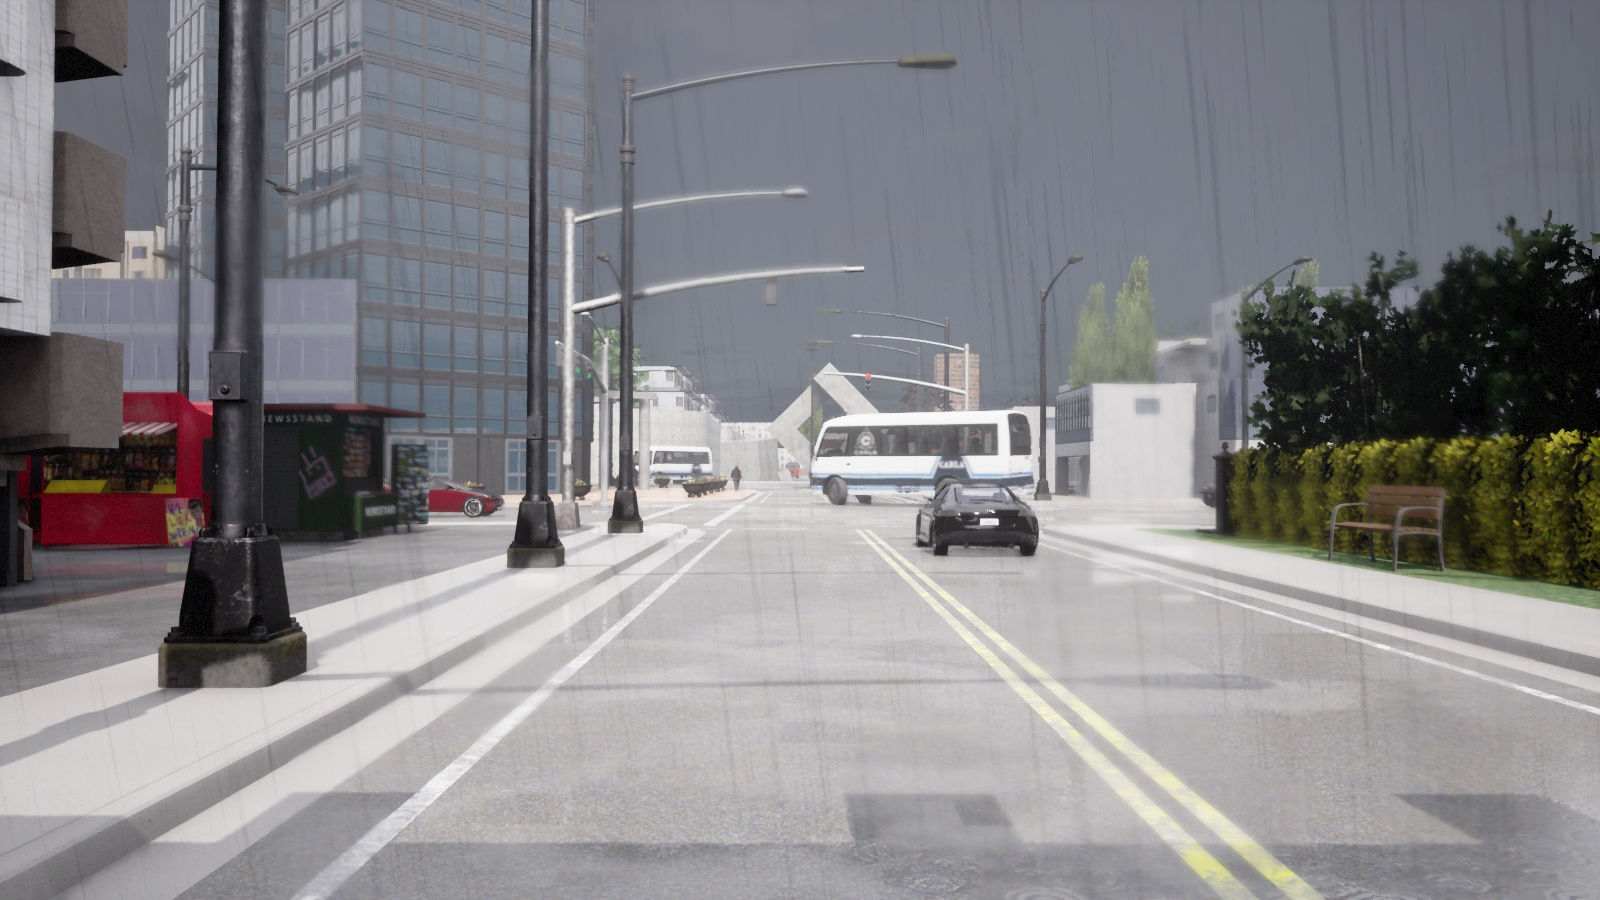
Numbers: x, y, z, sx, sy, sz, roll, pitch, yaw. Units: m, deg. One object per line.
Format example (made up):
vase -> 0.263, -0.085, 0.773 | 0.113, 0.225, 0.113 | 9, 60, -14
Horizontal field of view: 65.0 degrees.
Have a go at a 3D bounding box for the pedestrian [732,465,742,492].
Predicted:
pedestrian -> -4.317, 1.938, 86.041 | 0.634, 1.844, 0.899 | 0, -1, -1

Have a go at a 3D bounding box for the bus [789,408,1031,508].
bus -> 4.968, 0.391, 57.686 | 10.273, 4.253, 3.944 | -1, 0, 31

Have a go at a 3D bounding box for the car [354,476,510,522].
car -> -12.781, 1.706, 43.870 | 4.792, 1.488, 2.163 | -1, -1, -1

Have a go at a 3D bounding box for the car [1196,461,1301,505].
car -> 19.520, 1.422, 54.713 | 3.866, 1.878, 1.905 | -1, -1, -1

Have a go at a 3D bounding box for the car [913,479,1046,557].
car -> 3.437, 1.280, 24.800 | 1.994, 1.385, 4.181 | 0, -1, 0
